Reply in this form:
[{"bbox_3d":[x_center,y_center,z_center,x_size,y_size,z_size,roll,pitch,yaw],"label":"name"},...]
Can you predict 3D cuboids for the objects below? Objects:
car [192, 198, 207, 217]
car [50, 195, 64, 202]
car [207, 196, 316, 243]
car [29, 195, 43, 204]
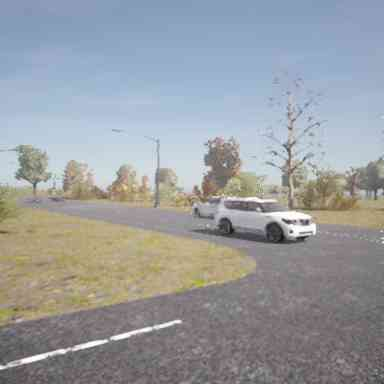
[{"bbox_3d":[2.334,1.352,30.516,2.150,2.045,5.566,1,0,-37],"label":"car"},{"bbox_3d":[-29.478,1.348,72.503,2.128,1.511,4.902,1,0,-37],"label":"car"},{"bbox_3d":[3.559,1.339,17.315,2.150,2.045,5.566,1,0,-37],"label":"car"},{"bbox_3d":[-28.055,1.342,59.625,1.837,1.490,4.892,0,1,-33],"label":"car"}]
